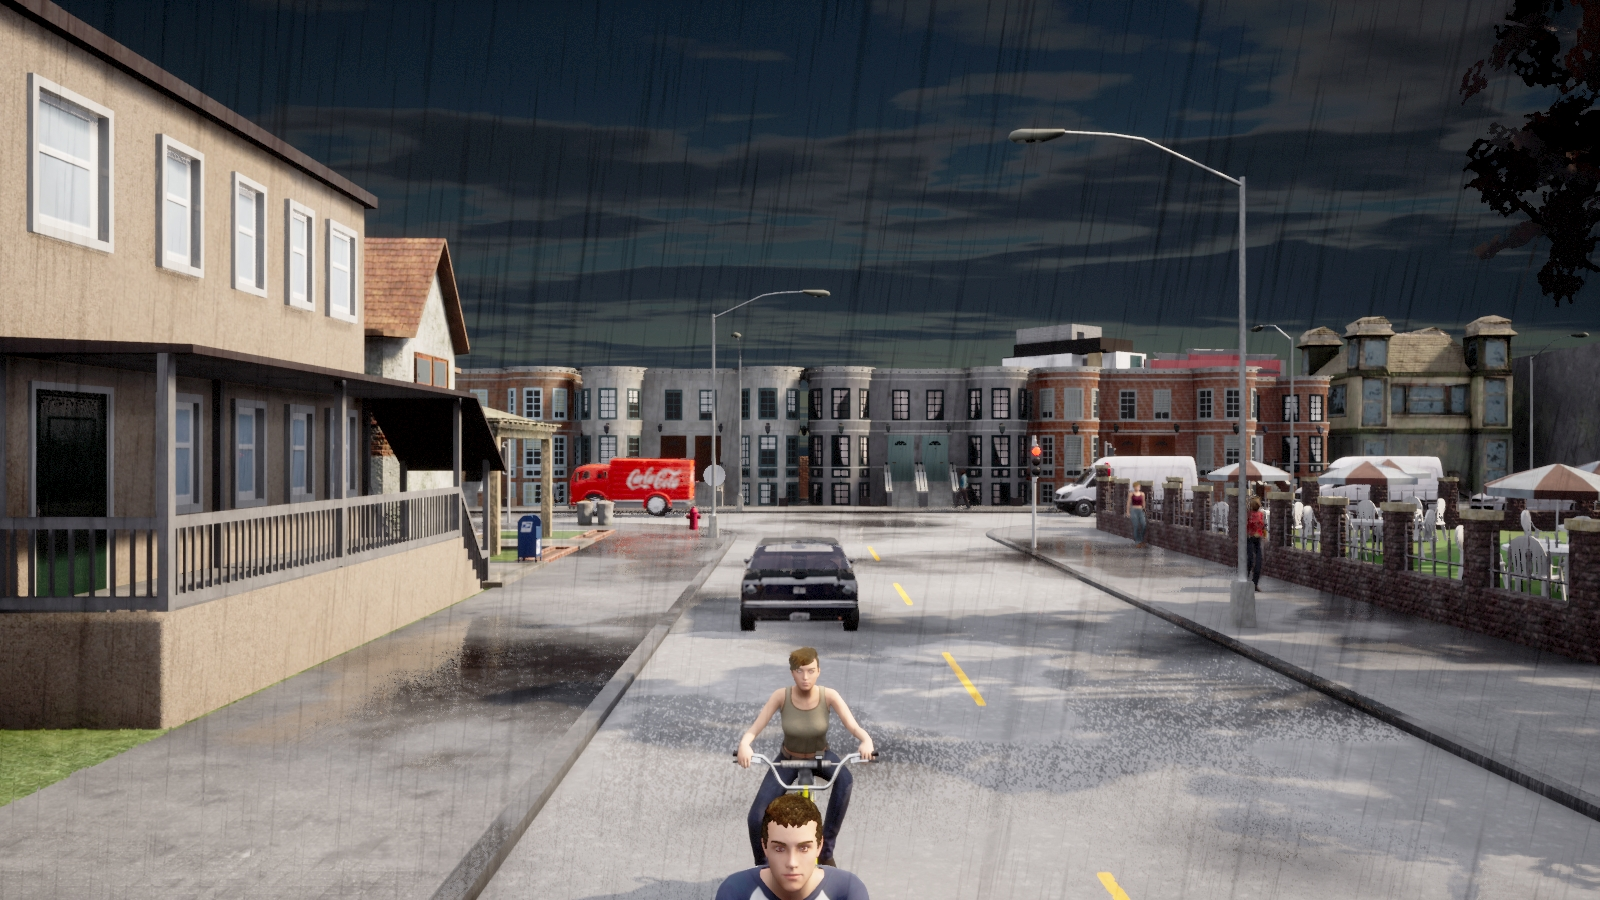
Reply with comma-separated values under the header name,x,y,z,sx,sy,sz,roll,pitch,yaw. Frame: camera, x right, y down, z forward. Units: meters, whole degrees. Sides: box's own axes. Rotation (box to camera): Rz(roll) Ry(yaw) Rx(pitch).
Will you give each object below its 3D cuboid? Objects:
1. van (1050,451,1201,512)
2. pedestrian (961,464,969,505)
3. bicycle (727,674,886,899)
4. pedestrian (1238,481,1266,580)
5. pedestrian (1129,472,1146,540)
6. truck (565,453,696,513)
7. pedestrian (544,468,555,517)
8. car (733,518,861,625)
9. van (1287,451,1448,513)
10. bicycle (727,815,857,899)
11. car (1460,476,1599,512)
name,x,y,z,sx,sy,sz,roll,pitch,yaw
van,13.865,1.334,48.873,5.915,2.561,1.988,0,0,0
pedestrian,7.393,1.546,51.182,0.375,1.860,0.375,0,0,9
bicycle,0.033,2.040,6.906,0.859,1.080,1.487,0,0,0
pedestrian,8.617,1.533,21.790,0.375,1.860,0.375,0,0,-5
pedestrian,9.280,1.530,31.418,0.375,1.860,0.375,0,0,2
truck,-7.176,1.375,48.847,5.204,2.467,2.627,0,0,0
pedestrian,-9.676,1.647,44.114,0.375,1.860,0.375,0,0,-16
car,-0.046,1.943,19.246,1.895,1.301,4.718,0,0,0
van,24.218,1.335,48.884,5.915,2.561,1.988,0,0,0
bicycle,-0.022,1.938,3.212,0.373,1.296,1.643,0,0,0
car,31.329,1.861,48.882,4.892,1.480,2.231,0,0,0
